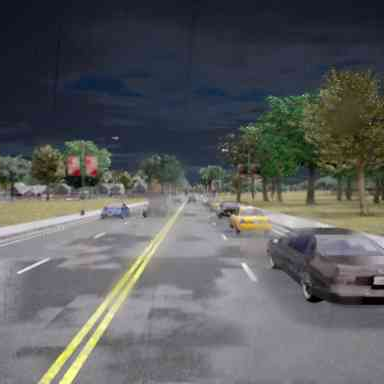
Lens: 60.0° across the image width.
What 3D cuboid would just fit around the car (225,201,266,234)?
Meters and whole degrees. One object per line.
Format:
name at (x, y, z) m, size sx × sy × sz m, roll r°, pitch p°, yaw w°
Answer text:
car at (3.254, 1.506, 19.397) m, size 1.801 × 1.575 × 5.366 m, roll 0°, pitch 0°, yaw 0°

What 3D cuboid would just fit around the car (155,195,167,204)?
car at (-6.489, 1.523, 70.302) m, size 2.097 × 1.767 × 4.553 m, roll 0°, pitch 0°, yaw 0°

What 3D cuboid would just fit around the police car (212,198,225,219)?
police car at (3.255, 1.584, 30.209) m, size 2.038 × 1.542 × 4.974 m, roll 0°, pitch 0°, yaw 0°

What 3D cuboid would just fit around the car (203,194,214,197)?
car at (3.260, 1.404, 63.244) m, size 2.150 × 2.045 × 5.566 m, roll 0°, pitch 0°, yaw 0°

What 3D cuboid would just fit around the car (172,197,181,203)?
car at (-3.239, 1.702, 72.561) m, size 2.033 × 1.411 × 5.357 m, roll 0°, pitch 0°, yaw 0°

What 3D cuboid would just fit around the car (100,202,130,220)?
car at (-6.591, 1.601, 29.092) m, size 1.812 × 1.442 × 4.674 m, roll 0°, pitch 0°, yaw 0°

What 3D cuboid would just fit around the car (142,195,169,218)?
car at (-3.339, 1.434, 31.177) m, size 2.097 × 1.767 × 4.553 m, roll 0°, pitch 0°, yaw 0°

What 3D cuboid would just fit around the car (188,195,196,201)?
car at (0.014, 1.619, 90.371) m, size 2.033 × 1.411 × 5.357 m, roll 0°, pitch 0°, yaw 0°

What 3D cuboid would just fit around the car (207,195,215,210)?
car at (3.257, 1.569, 41.400) m, size 1.801 × 1.575 × 5.366 m, roll 0°, pitch 0°, yaw 0°

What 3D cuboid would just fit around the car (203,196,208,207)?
car at (3.259, 1.711, 52.212) m, size 1.994 × 1.385 × 4.181 m, roll 0°, pitch 0°, yaw 0°

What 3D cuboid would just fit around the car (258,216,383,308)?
car at (3.252, 1.567, 8.205) m, size 2.033 × 1.411 × 5.357 m, roll 0°, pitch 0°, yaw 0°

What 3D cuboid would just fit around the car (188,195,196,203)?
car at (0.012, 1.580, 71.769) m, size 2.128 × 1.511 × 4.902 m, roll 0°, pitch 0°, yaw 0°
